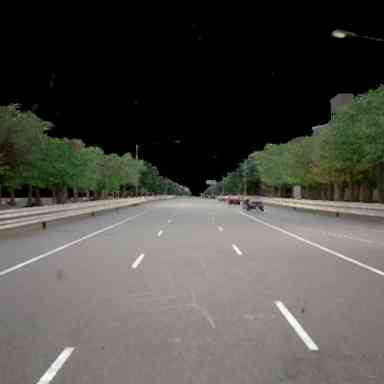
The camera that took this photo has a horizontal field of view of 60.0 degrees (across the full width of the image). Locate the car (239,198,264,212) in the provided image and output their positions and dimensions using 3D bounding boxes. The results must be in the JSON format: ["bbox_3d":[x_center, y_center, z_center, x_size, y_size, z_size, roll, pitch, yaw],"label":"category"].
[{"bbox_3d":[7.074,1.499,38.946,1.837,1.490,4.892,0,0,-1],"label":"car"}]

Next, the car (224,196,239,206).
[{"bbox_3d":[7.007,1.477,56.058,1.882,1.535,5.008,0,0,0],"label":"car"}]

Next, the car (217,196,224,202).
[{"bbox_3d":[7.070,1.665,78.598,1.895,1.301,4.718,0,0,0],"label":"car"}]
